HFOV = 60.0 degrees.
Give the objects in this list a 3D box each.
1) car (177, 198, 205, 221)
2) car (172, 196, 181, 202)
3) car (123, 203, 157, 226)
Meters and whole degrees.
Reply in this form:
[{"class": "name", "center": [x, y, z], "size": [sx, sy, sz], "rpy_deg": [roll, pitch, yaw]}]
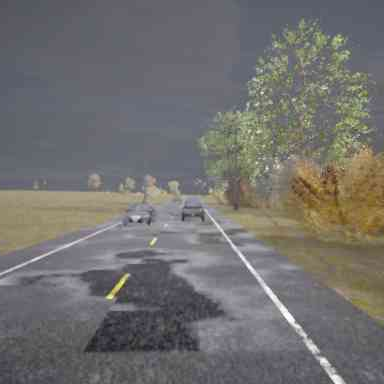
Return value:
[{"class": "car", "center": [0.082, 1.530, 27.854], "size": [2.128, 1.511, 4.902], "rpy_deg": [0, 0, 0]}, {"class": "car", "center": [-3.551, 1.668, 76.779], "size": [1.994, 1.385, 4.181], "rpy_deg": [0, 0, 0]}, {"class": "car", "center": [-3.614, 1.523, 23.664], "size": [2.128, 1.511, 4.902], "rpy_deg": [0, 0, 0]}]
